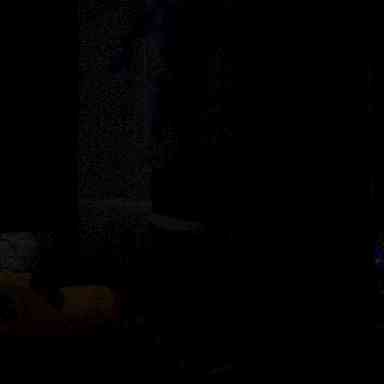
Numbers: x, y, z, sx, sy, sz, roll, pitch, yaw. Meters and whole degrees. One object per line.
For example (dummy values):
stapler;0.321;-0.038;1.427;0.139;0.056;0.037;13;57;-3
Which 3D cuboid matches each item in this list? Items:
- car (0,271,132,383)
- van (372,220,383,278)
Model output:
car;-3.238;1.670;4.123;4.829;1.417;1.752;0;-2;-26
van;6.687;1.533;8.972;3.998;1.788;1.690;0;-2;-26
